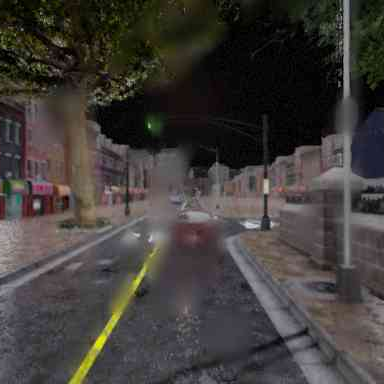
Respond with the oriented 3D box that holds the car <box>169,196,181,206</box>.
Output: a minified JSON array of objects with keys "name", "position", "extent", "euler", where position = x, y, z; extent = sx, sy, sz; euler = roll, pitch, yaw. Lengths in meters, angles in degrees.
[{"name":"car","position":[-2.734,1.425,54.008],"extent":[1.882,1.535,5.008],"euler":[0,0,0]}]

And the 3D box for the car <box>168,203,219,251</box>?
[{"name":"car","position":[0.078,1.455,14.019],"extent":[1.882,1.535,5.008],"euler":[0,0,1]}]

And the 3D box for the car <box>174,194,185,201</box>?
[{"name":"car","position":[-2.632,1.120,69.762],"extent":[2.128,1.511,4.902],"euler":[0,0,0]}]
